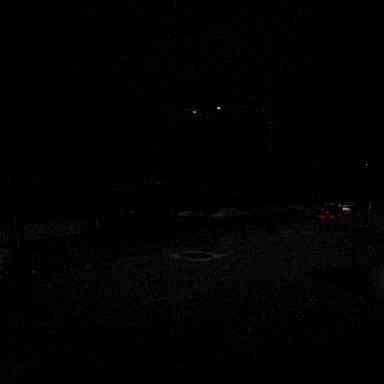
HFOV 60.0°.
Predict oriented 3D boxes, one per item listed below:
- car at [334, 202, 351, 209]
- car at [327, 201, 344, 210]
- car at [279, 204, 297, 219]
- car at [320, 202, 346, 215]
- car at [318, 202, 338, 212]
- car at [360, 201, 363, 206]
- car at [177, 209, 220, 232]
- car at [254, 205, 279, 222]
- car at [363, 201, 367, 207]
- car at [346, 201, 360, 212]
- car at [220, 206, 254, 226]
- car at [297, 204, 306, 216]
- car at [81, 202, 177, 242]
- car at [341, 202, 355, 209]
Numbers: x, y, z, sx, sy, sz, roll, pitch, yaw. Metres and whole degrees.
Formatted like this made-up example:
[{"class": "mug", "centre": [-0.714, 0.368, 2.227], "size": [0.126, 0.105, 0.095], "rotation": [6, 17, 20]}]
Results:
[{"class": "car", "centre": [27.917, 2.485, 61.604], "size": [1.947, 1.339, 4.313], "rotation": [-1, -1, 35]}, {"class": "car", "centre": [24.695, 2.367, 57.059], "size": [1.752, 1.417, 4.829], "rotation": [-1, -1, 35]}, {"class": "car", "centre": [9.174, 2.031, 35.157], "size": [1.947, 1.339, 4.313], "rotation": [-1, -1, 35]}, {"class": "car", "centre": [18.110, 2.242, 43.015], "size": [1.895, 1.301, 4.718], "rotation": [0, -1, 35]}, {"class": "car", "centre": [21.669, 2.319, 52.789], "size": [2.008, 1.369, 4.403], "rotation": [-1, -1, 35]}, {"class": "car", "centre": [34.164, 2.635, 70.420], "size": [1.947, 1.339, 4.313], "rotation": [-1, -1, 35]}, {"class": "car", "centre": [-0.197, 1.817, 21.933], "size": [1.802, 1.307, 4.206], "rotation": [-1, -1, 35]}, {"class": "car", "centre": [6.051, 1.954, 30.749], "size": [1.947, 1.339, 4.313], "rotation": [-1, -1, 35]}, {"class": "car", "centre": [40.411, 2.788, 79.235], "size": [1.947, 1.339, 4.313], "rotation": [-1, -1, 35]}, {"class": "car", "centre": [23.903, 2.273, 51.192], "size": [2.128, 1.511, 4.902], "rotation": [0, -1, 36]}, {"class": "car", "centre": [2.829, 1.835, 26.203], "size": [1.752, 1.417, 4.829], "rotation": [-1, -1, 35]}, {"class": "car", "centre": [12.298, 2.092, 39.565], "size": [2.008, 1.369, 4.403], "rotation": [-1, -1, 35]}, {"class": "car", "centre": [-3.320, 1.473, 17.530], "size": [2.192, 1.841, 5.009], "rotation": [-1, -1, 35]}, {"class": "car", "centre": [31.040, 2.576, 66.012], "size": [1.802, 1.307, 4.206], "rotation": [-1, -1, 35]}]
